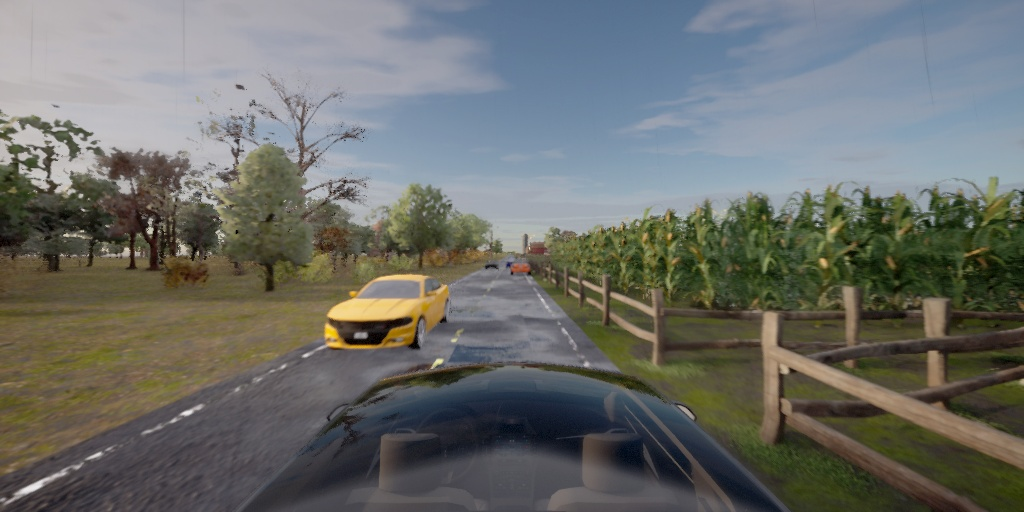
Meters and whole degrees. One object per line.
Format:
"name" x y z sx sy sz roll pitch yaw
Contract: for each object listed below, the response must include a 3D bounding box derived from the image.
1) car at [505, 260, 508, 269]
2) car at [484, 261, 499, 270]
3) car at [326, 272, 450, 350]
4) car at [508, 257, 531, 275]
"car" 0.001 1.169 56.690 1.882 1.535 5.008 0 0 0
"car" -2.825 1.304 50.409 1.895 1.301 4.718 0 0 0
"car" -2.849 1.227 9.264 1.882 1.535 5.008 0 0 0
"car" 0.901 1.077 38.229 2.097 1.767 4.553 0 0 1
